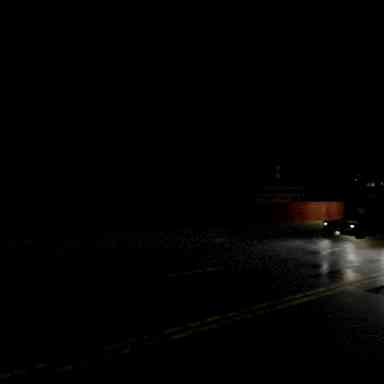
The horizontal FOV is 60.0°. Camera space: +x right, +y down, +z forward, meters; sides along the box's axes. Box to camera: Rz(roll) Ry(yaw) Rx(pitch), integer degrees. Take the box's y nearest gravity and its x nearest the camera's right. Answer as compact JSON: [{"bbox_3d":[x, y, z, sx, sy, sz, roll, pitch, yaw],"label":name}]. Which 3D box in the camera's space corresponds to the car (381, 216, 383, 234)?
[{"bbox_3d":[11.117,1.792,15.602,4.718,1.301,1.895,1,0,-35],"label":"car"}]

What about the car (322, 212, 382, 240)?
[{"bbox_3d":[9.229,1.792,18.247,4.718,1.301,1.895,1,0,-35],"label":"car"}]
